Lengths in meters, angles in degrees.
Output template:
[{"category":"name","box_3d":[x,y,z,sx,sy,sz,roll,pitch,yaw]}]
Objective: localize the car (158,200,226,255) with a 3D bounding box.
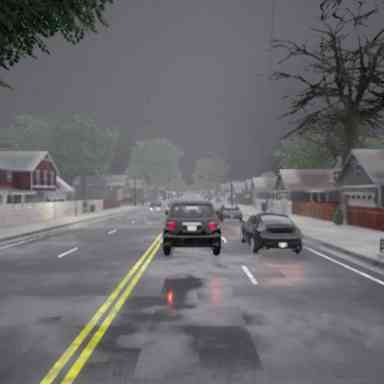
[{"category":"car","box_3d":[0.000,1.351,14.014,2.150,2.045,5.566,0,0,0]}]

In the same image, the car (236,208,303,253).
[{"category":"car","box_3d":[3.252,1.646,14.298,1.837,1.490,4.892,0,0,0]}]

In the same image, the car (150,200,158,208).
[{"category":"car","box_3d":[-6.507,2.128,60.746,2.033,1.411,5.357,0,-1,0]}]

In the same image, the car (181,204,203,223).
[{"category":"car","box_3d":[0.002,1.809,29.373,1.812,1.442,4.674,0,0,0]}]

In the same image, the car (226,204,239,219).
[{"category":"car","box_3d":[3.251,1.775,29.293,2.128,1.511,4.902,0,0,0]}]

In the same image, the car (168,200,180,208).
[{"category":"car","box_3d":[-3.259,2.144,60.443,1.994,1.385,4.181,0,-1,0]}]
